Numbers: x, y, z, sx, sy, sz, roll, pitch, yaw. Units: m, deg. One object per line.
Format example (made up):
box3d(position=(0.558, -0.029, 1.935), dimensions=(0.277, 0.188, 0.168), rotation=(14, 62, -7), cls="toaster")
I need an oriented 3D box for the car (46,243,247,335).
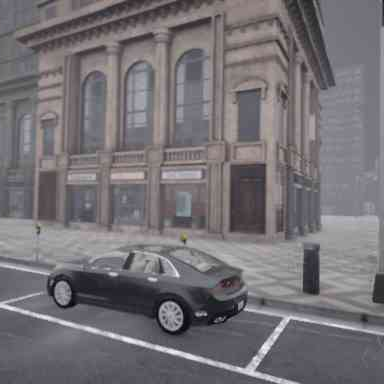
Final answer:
box3d(position=(-1.077, 1.739, 6.874), dimensions=(4.403, 1.369, 2.008), rotation=(0, -2, 28), cls="car")
